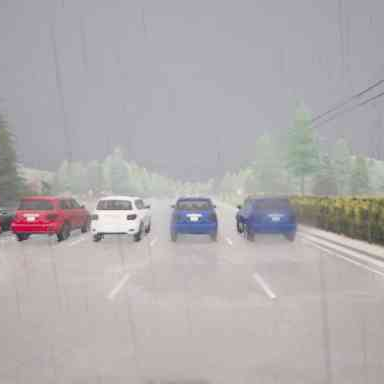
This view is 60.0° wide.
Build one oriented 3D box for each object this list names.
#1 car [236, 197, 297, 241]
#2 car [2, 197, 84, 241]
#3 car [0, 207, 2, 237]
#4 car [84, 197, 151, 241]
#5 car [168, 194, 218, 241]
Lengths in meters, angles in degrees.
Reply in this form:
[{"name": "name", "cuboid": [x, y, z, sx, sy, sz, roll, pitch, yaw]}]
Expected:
[{"name": "car", "cuboid": [3.596, 1.256, 16.903, 2.150, 2.045, 5.566, 0, 0, 0]}, {"name": "car", "cuboid": [-6.905, 1.256, 16.955, 2.150, 2.045, 5.566, 0, 0, 0]}, {"name": "car", "cuboid": [-10.405, 1.528, 17.813, 2.128, 1.511, 4.902, 0, 0, 0]}, {"name": "car", "cuboid": [-3.404, 1.256, 16.893, 2.150, 2.045, 5.566, 0, 0, 0]}, {"name": "car", "cuboid": [0.096, 1.256, 16.952, 2.150, 2.045, 5.566, 0, 0, 0]}]
